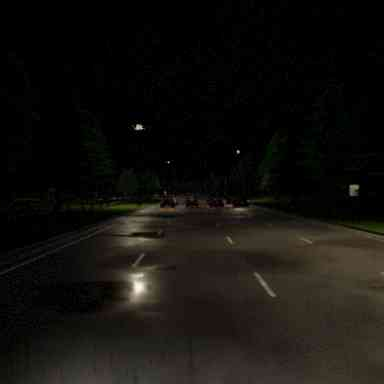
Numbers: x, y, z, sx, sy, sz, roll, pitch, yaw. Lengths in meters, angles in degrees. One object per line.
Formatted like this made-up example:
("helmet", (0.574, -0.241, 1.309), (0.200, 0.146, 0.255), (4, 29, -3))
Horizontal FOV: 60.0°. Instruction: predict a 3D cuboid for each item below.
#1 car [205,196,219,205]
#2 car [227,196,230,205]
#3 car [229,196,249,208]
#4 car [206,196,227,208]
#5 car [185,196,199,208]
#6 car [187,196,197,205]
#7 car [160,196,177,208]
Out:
("car", (3.508, 1.438, 58.029), (2.128, 1.511, 4.902), (0, 0, 0))
("car", (7.008, 1.472, 58.028), (1.812, 1.442, 4.674), (0, 0, 0))
("car", (7.007, 1.519, 48.025), (1.994, 1.385, 4.181), (0, 0, 0))
("car", (3.507, 1.520, 48.025), (1.994, 1.385, 4.181), (0, 0, 0))
("car", (0.007, 1.504, 47.609), (2.033, 1.411, 5.357), (0, 0, 0))
("car", (0.008, 1.472, 58.029), (1.812, 1.442, 4.674), (0, 0, 0))
("car", (-3.493, 1.482, 48.026), (1.812, 1.442, 4.674), (0, 0, 0))
